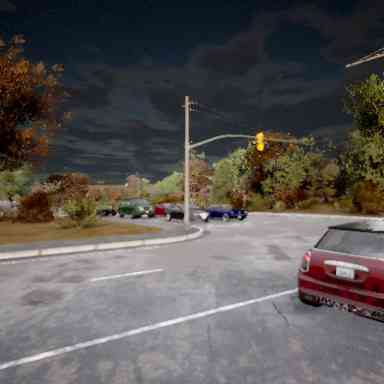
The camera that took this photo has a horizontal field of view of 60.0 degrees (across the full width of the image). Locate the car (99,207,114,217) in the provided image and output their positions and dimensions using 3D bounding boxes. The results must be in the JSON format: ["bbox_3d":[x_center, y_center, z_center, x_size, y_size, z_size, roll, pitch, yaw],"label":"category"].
[{"bbox_3d":[-11.235,2.546,42.808,1.895,1.301,4.718,0,-3,-33],"label":"car"}]

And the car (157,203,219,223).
[{"bbox_3d":[-0.446,1.630,26.310,2.128,1.511,4.902,0,-1,-33],"label":"car"}]

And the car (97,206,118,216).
[{"bbox_3d":[-13.428,2.997,52.624,1.994,1.385,4.181,0,-3,-32],"label":"car"}]

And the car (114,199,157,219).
[{"bbox_3d":[-5.858,1.684,34.583,2.150,2.045,5.566,0,-2,-33],"label":"car"}]

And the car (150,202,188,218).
[{"bbox_3d":[-2.604,1.919,36.001,1.882,1.535,5.008,0,-2,-33],"label":"car"}]

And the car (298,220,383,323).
[{"bbox_3d":[4.222,1.359,6.817,4.553,1.767,2.097,0,0,-38],"label":"car"}]

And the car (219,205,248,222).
[{"bbox_3d":[2.556,1.741,28.122,1.895,1.301,4.718,0,-1,-33],"label":"car"}]
